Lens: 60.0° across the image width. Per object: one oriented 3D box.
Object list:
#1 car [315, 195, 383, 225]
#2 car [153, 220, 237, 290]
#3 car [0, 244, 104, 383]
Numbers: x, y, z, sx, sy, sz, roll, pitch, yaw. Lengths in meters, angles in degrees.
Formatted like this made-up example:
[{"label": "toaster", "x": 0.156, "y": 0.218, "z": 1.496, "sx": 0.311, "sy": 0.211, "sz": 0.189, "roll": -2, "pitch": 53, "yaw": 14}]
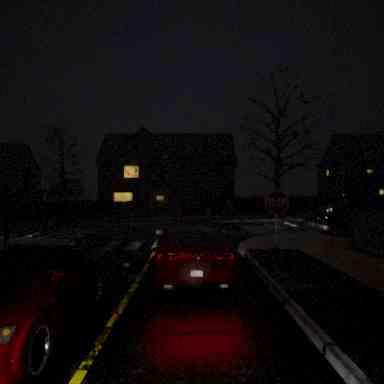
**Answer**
[{"label": "car", "x": 10.517, "y": 1.115, "z": 21.804, "sx": 4.553, "sy": 1.767, "sz": 2.097, "roll": -1, "pitch": 1, "yaw": -1}, {"label": "car", "x": -0.006, "y": 1.512, "z": 9.237, "sx": 1.882, "sy": 1.535, "sz": 5.008, "roll": 0, "pitch": 0, "yaw": -2}, {"label": "car", "x": -2.829, "y": 1.583, "z": 5.299, "sx": 1.994, "sy": 1.385, "sz": 4.181, "roll": 0, "pitch": 0, "yaw": 0}]
